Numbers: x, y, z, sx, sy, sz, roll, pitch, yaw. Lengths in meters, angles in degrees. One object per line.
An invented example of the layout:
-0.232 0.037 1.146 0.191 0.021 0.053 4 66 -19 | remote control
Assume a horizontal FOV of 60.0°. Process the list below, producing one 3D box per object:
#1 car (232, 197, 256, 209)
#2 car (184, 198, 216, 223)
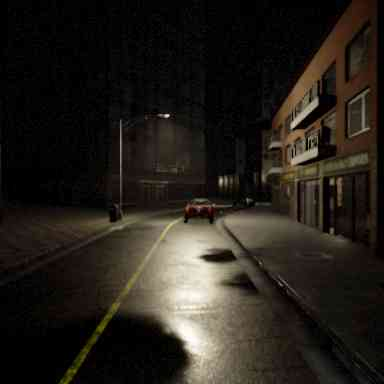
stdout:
6.896 1.442 43.478 2.128 1.511 4.902 0 0 30 | car
0.704 1.302 25.473 2.097 1.767 4.553 0 0 6 | car
